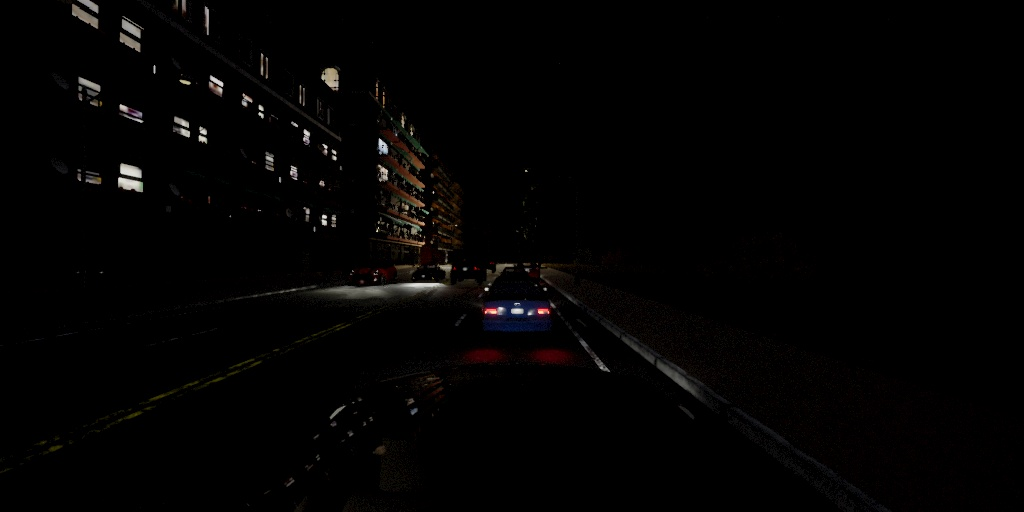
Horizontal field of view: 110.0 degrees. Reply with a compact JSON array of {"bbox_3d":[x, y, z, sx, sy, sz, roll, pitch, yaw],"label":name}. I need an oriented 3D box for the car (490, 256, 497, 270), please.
[{"bbox_3d":[-3.068,0.976,43.567,2.150,2.045,5.566,0,0,0],"label":"car"}]

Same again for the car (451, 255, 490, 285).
[{"bbox_3d":[-3.103,0.973,26.407,2.150,2.045,5.566,0,0,0],"label":"car"}]

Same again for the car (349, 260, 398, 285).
[{"bbox_3d":[-9.806,1.105,25.680,2.097,1.767,4.553,0,0,0],"label":"car"}]

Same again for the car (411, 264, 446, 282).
[{"bbox_3d":[-6.550,1.317,28.421,1.994,1.385,4.181,0,0,0],"label":"car"}]

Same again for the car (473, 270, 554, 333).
[{"bbox_3d":[0.118,1.299,10.627,2.033,1.411,5.357,0,0,0],"label":"car"}]

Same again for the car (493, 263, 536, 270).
[{"bbox_3d":[0.130,1.317,20.961,1.994,1.385,4.181,0,0,1],"label":"car"}]

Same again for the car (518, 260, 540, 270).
[{"bbox_3d":[1.191,1.105,29.895,2.097,1.767,4.553,0,0,0],"label":"car"}]
